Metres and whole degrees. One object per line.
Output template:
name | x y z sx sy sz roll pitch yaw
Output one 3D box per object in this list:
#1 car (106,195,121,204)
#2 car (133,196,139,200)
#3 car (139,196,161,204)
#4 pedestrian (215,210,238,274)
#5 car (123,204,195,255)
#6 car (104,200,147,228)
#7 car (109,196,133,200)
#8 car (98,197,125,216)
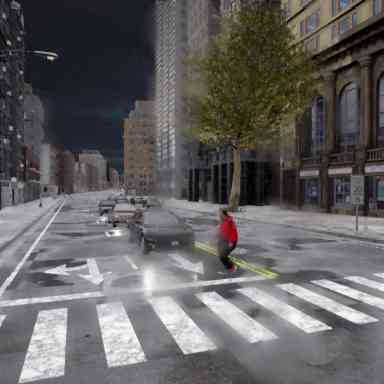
car | -13.868 1.361 58.379 2.033 1.411 5.357 0 0 -19
car | -8.857 1.333 53.767 2.128 1.511 4.902 0 0 -20
car | -5.415 1.455 44.369 1.994 1.385 4.181 0 0 -19
pedestrian | 0.940 1.283 8.911 0.375 1.860 0.375 -1 1 -20
car | -1.418 1.461 13.613 1.882 1.535 5.008 0 0 -20
car | -4.597 1.494 22.452 1.812 1.442 4.674 0 0 -20
car | -10.497 1.356 49.020 2.128 1.511 4.902 0 0 -20
car | -8.180 1.486 32.434 2.033 1.411 5.357 0 0 -19
